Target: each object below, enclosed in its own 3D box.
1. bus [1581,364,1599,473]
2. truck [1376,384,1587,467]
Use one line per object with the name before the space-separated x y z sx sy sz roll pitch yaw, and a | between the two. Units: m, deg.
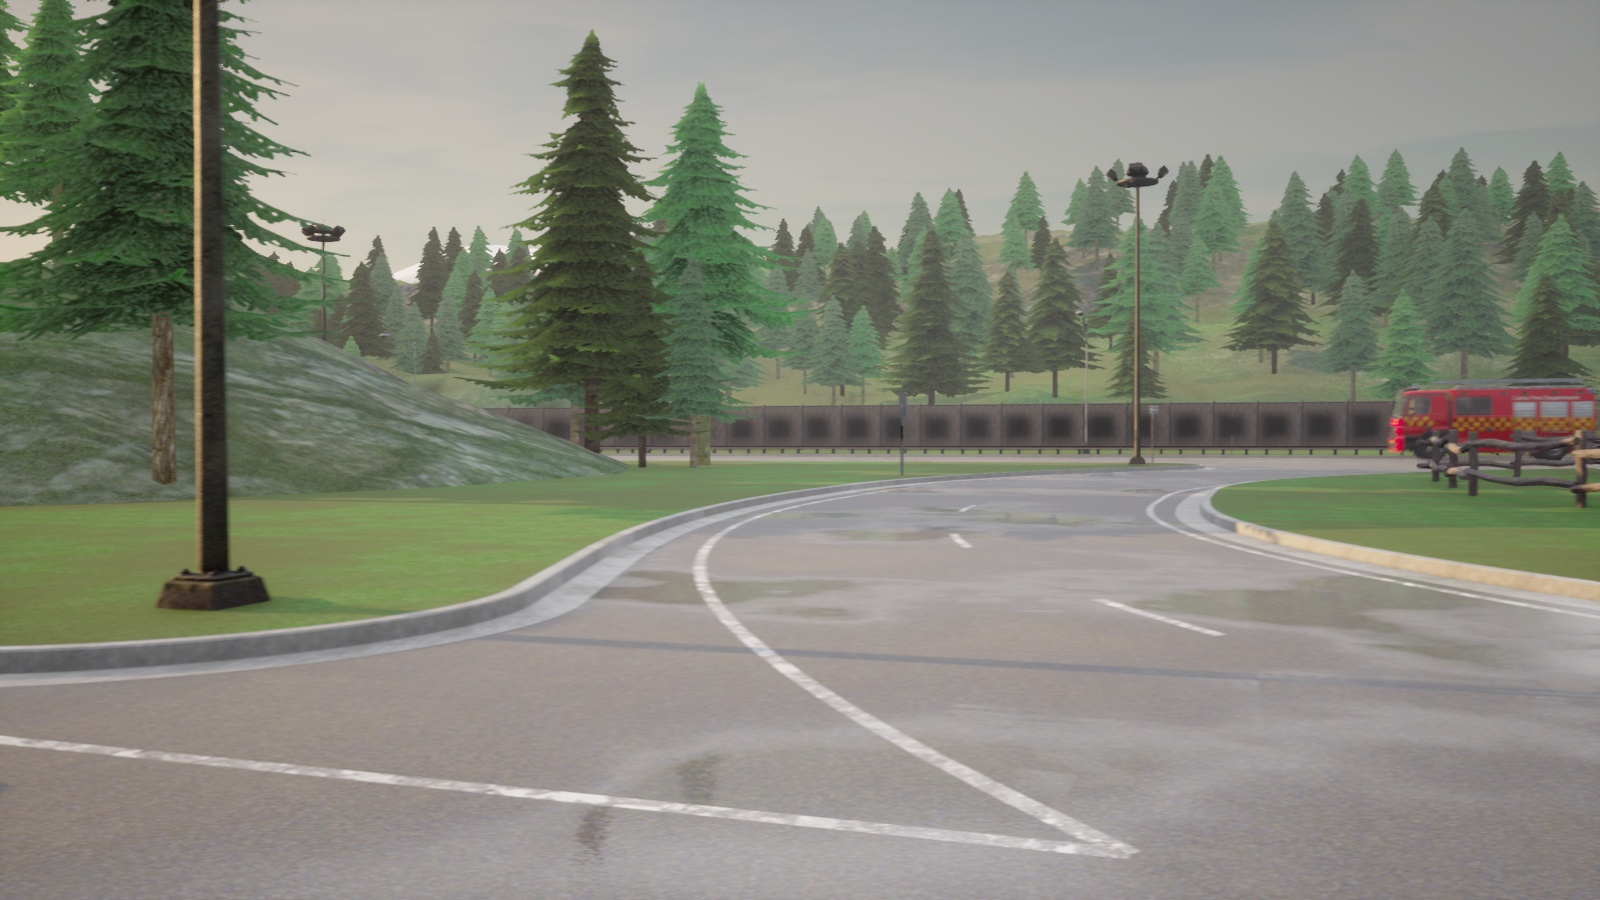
bus | 36.210 -1.180 47.871 10.273 4.253 3.944 1 1 18
truck | 32.456 -1.180 60.189 8.468 3.827 2.891 1 1 18
